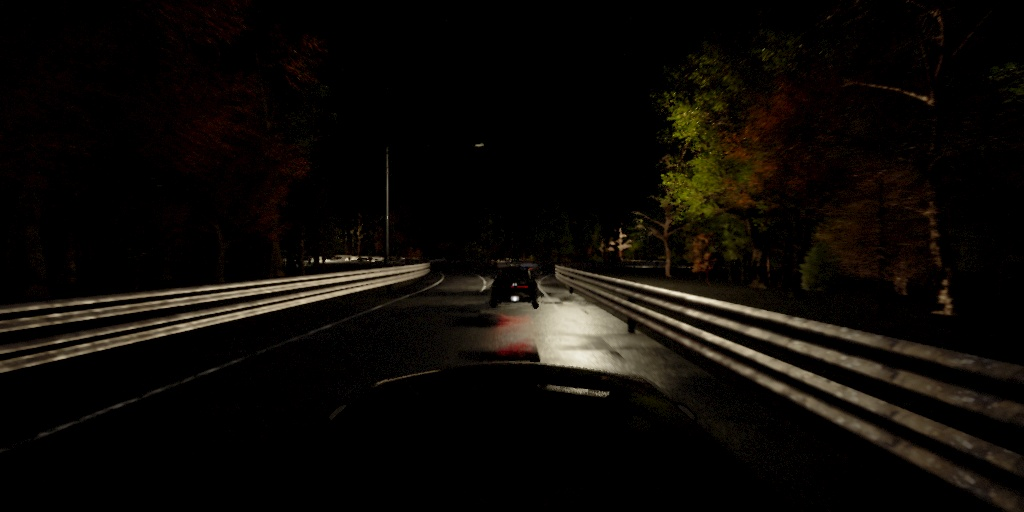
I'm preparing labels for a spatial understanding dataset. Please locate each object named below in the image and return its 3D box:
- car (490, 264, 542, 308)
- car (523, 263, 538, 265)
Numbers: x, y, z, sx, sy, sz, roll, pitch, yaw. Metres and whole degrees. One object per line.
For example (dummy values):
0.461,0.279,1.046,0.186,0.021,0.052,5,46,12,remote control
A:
0.114,1.283,15.484,1.837,1.490,4.892,0,0,0,car
1.933,1.405,37.981,2.033,1.411,5.357,1,-1,15,car
